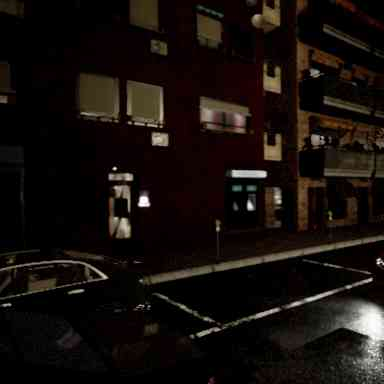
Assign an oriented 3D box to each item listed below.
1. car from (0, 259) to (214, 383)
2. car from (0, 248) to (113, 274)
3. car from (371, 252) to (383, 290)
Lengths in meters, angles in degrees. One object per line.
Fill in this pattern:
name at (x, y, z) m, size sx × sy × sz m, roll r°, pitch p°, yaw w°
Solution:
car at (-2.271, 1.555, 1.759) m, size 5.357 × 1.411 × 2.033 m, roll -1°, pitch 0°, yaw -36°
car at (-2.701, 1.548, 4.637) m, size 4.403 × 1.369 × 2.008 m, roll -1°, pitch 0°, yaw -36°
car at (6.046, 1.454, 7.694) m, size 4.674 × 1.442 × 1.812 m, roll 0°, pitch 0°, yaw -35°
